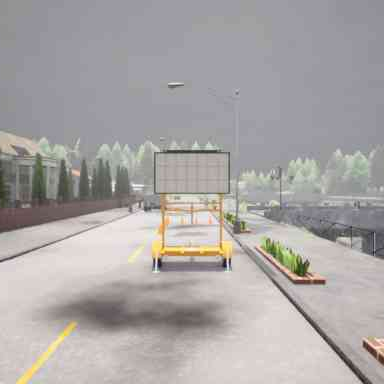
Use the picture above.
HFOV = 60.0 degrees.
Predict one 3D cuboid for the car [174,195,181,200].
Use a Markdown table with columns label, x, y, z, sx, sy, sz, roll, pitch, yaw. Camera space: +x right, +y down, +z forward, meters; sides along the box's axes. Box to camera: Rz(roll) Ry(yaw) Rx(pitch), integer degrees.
| label | x | y | z | sx | sy | sz | roll | pitch | yaw |
| --- | --- | --- | --- | --- | --- | --- | --- | --- | --- |
| car | -3.981 | 1.547 | 90.596 | 2.033 | 1.411 | 5.357 | 0 | 0 | 0 |

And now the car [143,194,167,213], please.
| label | x | y | z | sx | sy | sz | roll | pitch | yaw |
| --- | --- | --- | --- | --- | --- | --- | --- | --- | --- |
| car | -4.091 | 1.222 | 37.439 | 2.150 | 2.045 | 5.566 | 0 | 0 | 0 |

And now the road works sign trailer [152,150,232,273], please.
| label | x | y | z | sx | sy | sz | roll | pitch | yaw |
| --- | --- | --- | --- | --- | --- | --- | --- | --- | --- |
| road works sign trailer | 0.003 | 0.464 | 10.659 | 2.380 | 3.560 | 2.880 | 0 | 0 | 0 |
